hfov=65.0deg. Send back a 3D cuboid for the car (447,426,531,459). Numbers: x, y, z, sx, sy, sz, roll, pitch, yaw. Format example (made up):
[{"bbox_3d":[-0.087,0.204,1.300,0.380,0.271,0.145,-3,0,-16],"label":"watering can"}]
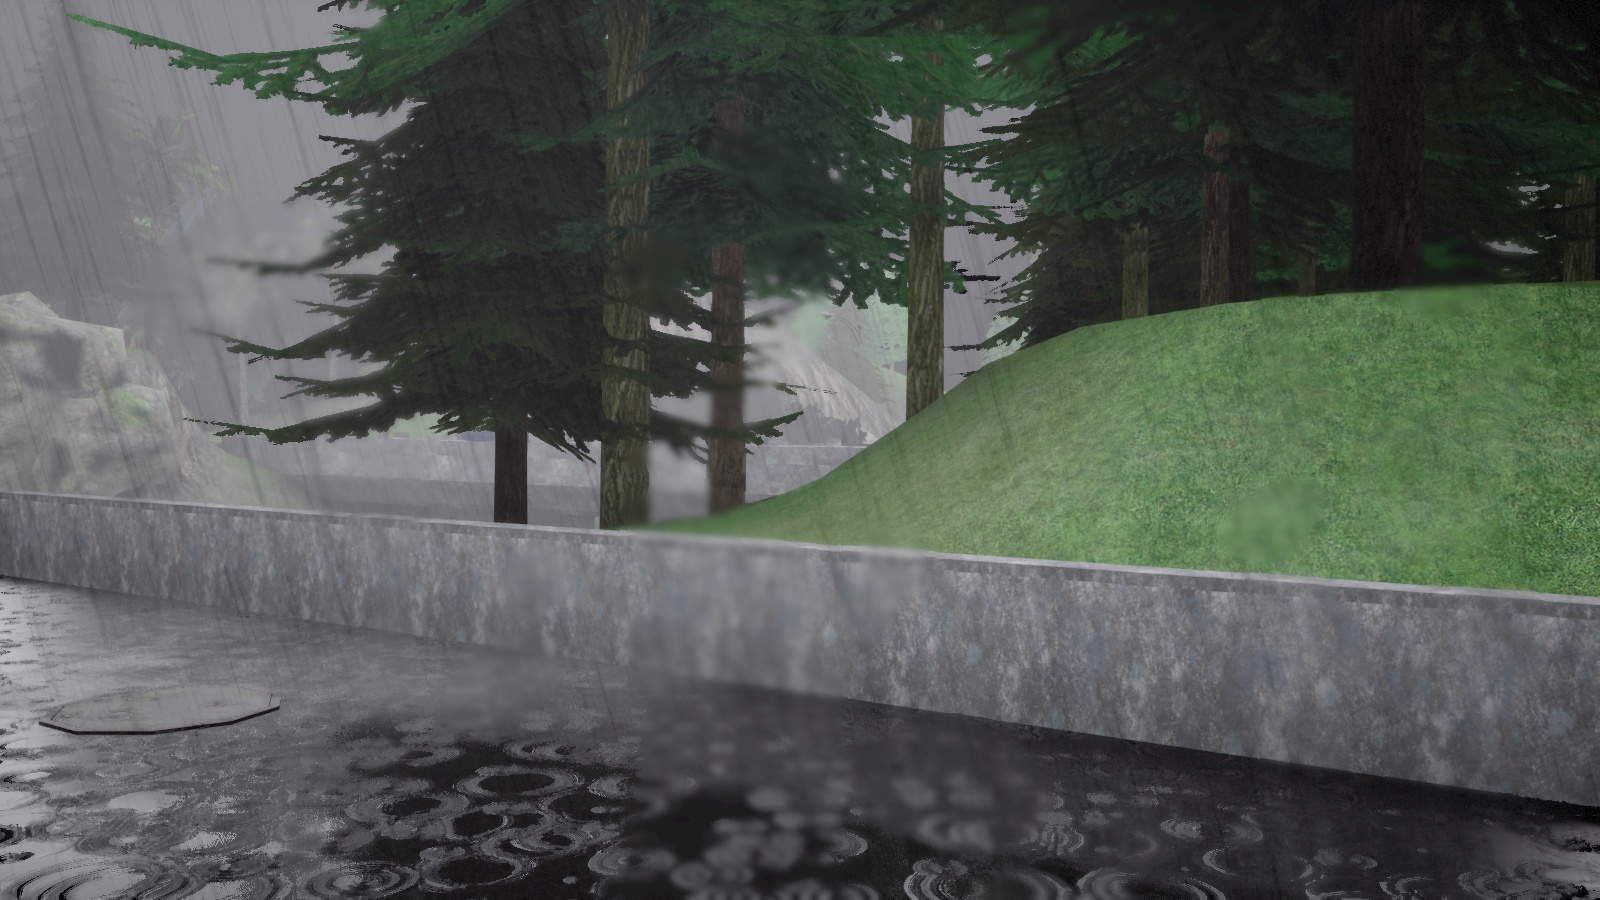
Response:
[{"bbox_3d":[-20.318,-0.486,81.958,5.566,2.045,2.150,0,1,34],"label":"car"}]
